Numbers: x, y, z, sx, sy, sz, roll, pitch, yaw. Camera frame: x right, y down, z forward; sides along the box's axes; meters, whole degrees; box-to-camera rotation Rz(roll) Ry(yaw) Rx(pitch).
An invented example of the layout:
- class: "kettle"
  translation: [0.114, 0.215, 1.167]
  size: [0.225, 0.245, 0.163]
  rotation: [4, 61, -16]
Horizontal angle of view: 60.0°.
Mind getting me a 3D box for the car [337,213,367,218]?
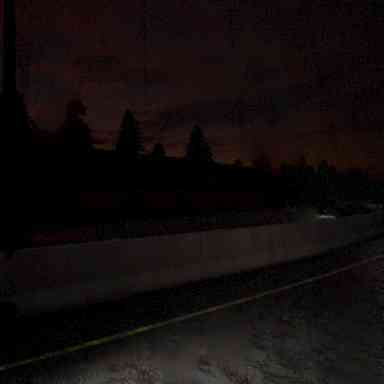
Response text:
- class: "car"
  translation: [13.306, 1.659, 27.195]
  size: [2.033, 1.411, 5.357]
  rotation: [0, 0, 38]
